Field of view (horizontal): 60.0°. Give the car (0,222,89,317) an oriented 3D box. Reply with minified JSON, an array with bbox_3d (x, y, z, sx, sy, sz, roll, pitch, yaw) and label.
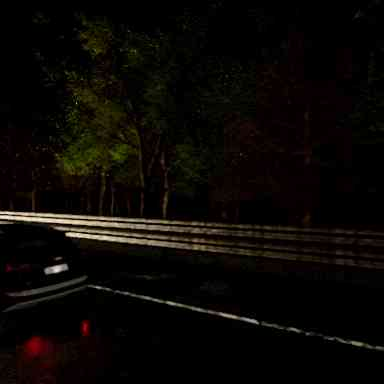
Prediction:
[{"bbox_3d":[-4.341,1.479,7.271,4.856,1.649,2.033,0,0,33],"label":"car"}]
